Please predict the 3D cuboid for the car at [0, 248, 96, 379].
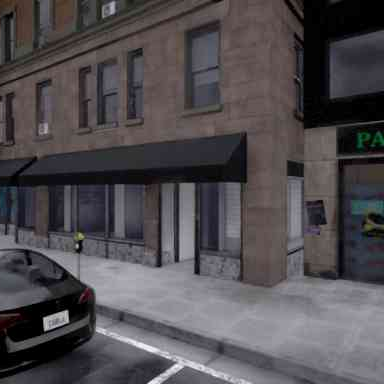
[{"bbox_3d":[-3.306,1.566,5.173,4.313,1.339,1.947,0,0,36],"label":"car"}]
